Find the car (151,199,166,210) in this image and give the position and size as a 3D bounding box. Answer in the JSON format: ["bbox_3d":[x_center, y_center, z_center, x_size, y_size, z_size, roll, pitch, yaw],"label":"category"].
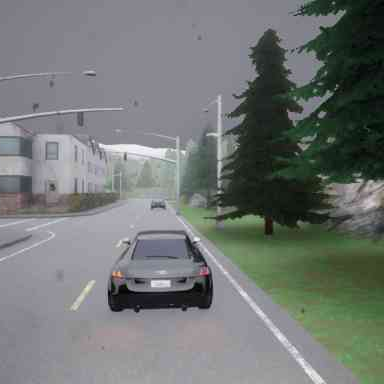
[{"bbox_3d":[-4.469,1.601,43.849,1.895,1.301,4.718,0,0,-6],"label":"car"}]

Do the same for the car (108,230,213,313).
[{"bbox_3d":[-0.703,1.564,7.782,1.994,1.385,4.181,0,0,-5],"label":"car"}]
